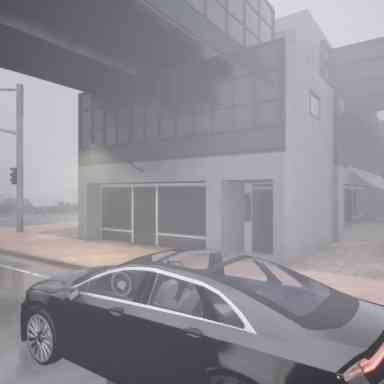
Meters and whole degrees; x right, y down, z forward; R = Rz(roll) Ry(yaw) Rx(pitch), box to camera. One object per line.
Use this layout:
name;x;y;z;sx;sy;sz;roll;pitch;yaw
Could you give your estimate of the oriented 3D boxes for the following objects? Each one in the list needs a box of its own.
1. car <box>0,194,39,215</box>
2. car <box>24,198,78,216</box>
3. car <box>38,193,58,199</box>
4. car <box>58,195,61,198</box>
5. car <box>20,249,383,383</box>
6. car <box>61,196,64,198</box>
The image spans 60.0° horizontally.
car;-17.936;1.352;32.453;2.097;1.767;4.553;0;0;36
car;-13.438;1.601;32.679;1.895;1.301;4.718;0;0;36
car;-30.620;1.153;69.428;4.605;1.855;1.932;0;0;35
car;-28.893;1.364;71.754;3.905;1.438;1.784;0;0;35
car;-0.251;1.492;4.172;4.902;1.511;2.128;0;0;35
car;-12.598;1.478;39.684;1.882;1.535;5.008;0;0;37
